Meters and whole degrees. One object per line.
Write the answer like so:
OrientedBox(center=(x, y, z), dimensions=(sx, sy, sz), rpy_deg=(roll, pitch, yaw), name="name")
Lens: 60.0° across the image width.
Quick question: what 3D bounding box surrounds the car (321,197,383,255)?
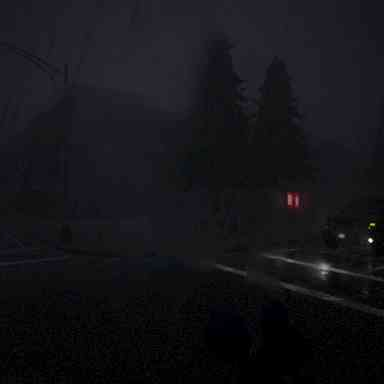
OrientedBox(center=(7.665, 1.248, 13.763), dimensions=(5.566, 2.045, 2.150), rpy_deg=(0, 0, -37), name="car")
